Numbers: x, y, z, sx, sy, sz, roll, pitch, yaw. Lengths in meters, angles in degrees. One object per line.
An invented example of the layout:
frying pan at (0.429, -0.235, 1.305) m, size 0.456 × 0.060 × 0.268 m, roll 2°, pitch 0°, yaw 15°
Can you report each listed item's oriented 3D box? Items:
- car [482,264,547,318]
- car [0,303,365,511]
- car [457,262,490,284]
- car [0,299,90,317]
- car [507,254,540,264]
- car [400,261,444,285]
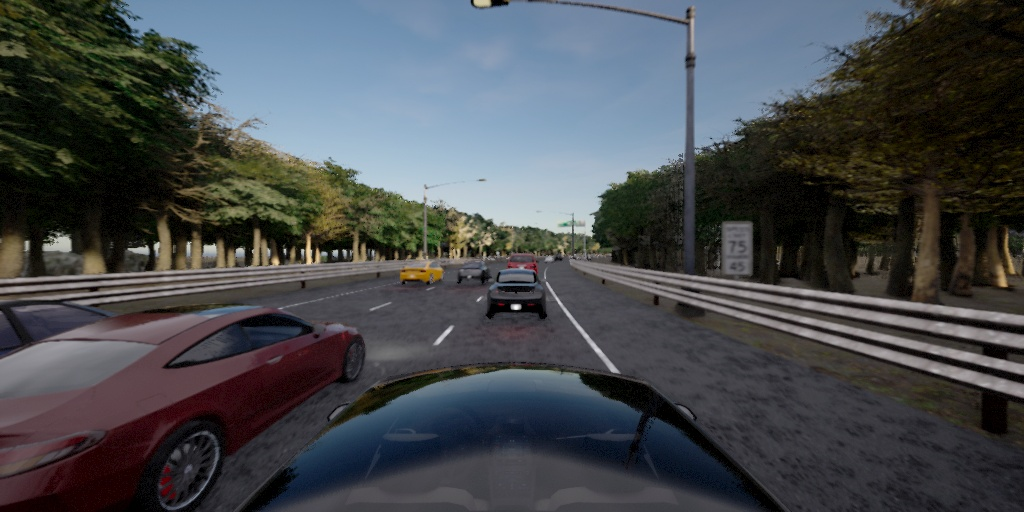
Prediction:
car at (0.187, 1.209, 12.769) m, size 1.837 × 1.490 × 4.892 m, roll 0°, pitch 0°, yaw 2°
car at (-3.359, 1.259, 4.056) m, size 1.812 × 1.442 × 4.674 m, roll 0°, pitch 0°, yaw 0°
car at (-2.615, 1.136, 25.599) m, size 2.128 × 1.511 × 4.902 m, roll 0°, pitch 0°, yaw 3°
car at (-6.872, 1.271, 4.618) m, size 2.033 × 1.411 × 5.357 m, roll 0°, pitch 0°, yaw 1°
car at (0.806, 0.871, 26.222) m, size 2.150 × 2.045 × 5.566 m, roll 0°, pitch 0°, yaw 4°
car at (-6.155, 1.118, 25.049) m, size 1.882 × 1.535 × 5.008 m, roll 0°, pitch 0°, yaw 3°
